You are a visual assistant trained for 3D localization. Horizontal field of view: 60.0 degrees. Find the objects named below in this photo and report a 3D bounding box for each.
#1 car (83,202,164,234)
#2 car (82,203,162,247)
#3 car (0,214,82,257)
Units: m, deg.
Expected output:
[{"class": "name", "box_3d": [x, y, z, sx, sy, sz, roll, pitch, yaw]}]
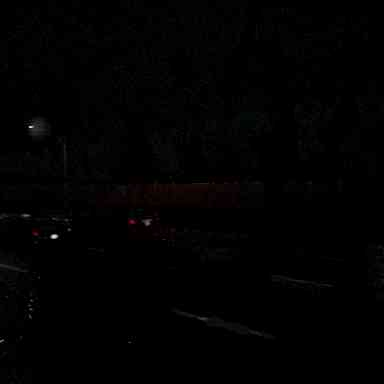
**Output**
[{"class": "car", "box_3d": [-4.181, 1.458, 19.878, 5.008, 1.535, 1.882, 0, 0, 36]}, {"class": "car", "box_3d": [-3.591, 1.337, 15.157, 4.553, 1.767, 2.097, 0, 0, 36]}, {"class": "car", "box_3d": [-6.503, 1.548, 12.935, 4.181, 1.385, 1.994, 0, 0, 36]}]
